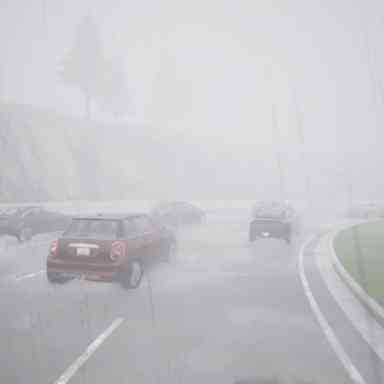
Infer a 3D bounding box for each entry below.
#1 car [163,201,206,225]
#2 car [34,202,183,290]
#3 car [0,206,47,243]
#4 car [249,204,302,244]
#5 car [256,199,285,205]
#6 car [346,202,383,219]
[{"bbox_3d":[-0.841,1.342,21.706,2.097,1.767,4.553,1,0,27],"label":"car"},{"bbox_3d":[-1.928,1.333,9.377,2.097,1.767,4.553,1,0,12],"label":"car"},{"bbox_3d":[-7.524,1.418,15.891,2.128,1.511,4.902,0,0,18],"label":"car"},{"bbox_3d":[4.129,1.543,16.296,1.837,1.490,4.892,0,0,24],"label":"car"},{"bbox_3d":[6.569,1.413,26.629,2.097,1.767,4.553,1,0,38],"label":"car"},{"bbox_3d":[16.347,1.679,31.423,4.674,1.442,1.812,1,0,-38],"label":"car"}]
